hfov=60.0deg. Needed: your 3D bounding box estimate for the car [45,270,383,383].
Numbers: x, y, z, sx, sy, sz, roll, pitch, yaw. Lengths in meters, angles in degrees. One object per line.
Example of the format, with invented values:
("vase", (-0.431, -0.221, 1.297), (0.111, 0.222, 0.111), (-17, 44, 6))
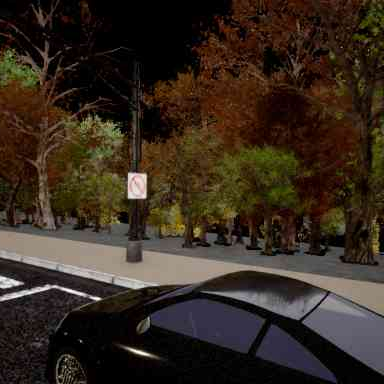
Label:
("car", (0.368, 1.564, 3.425), (4.181, 1.385, 1.994), (0, 0, 36))
